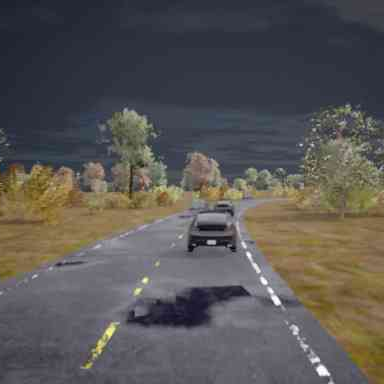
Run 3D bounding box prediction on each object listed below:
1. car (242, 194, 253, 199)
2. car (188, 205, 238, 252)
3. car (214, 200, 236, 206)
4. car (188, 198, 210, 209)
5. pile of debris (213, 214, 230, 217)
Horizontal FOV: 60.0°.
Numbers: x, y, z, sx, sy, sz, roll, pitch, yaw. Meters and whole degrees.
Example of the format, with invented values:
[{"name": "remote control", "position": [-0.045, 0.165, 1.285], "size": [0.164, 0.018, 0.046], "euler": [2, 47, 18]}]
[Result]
[{"name": "car", "position": [12.921, 1.182, 76.888], "size": [1.882, 1.535, 5.008], "euler": [0, 0, 22]}, {"name": "car", "position": [0.874, 1.512, 14.060], "size": [1.837, 1.490, 4.892], "euler": [0, 0, 4]}, {"name": "car", "position": [3.130, 1.518, 31.968], "size": [1.837, 1.490, 4.892], "euler": [0, 0, 9]}, {"name": "car", "position": [0.814, 1.508, 37.006], "size": [1.837, 1.490, 4.892], "euler": [0, 0, 11]}, {"name": "pile of debris", "position": [2.749, 2.191, 30.789], "size": [1.500, 0.140, 1.860], "euler": [0, 0, 9]}]
